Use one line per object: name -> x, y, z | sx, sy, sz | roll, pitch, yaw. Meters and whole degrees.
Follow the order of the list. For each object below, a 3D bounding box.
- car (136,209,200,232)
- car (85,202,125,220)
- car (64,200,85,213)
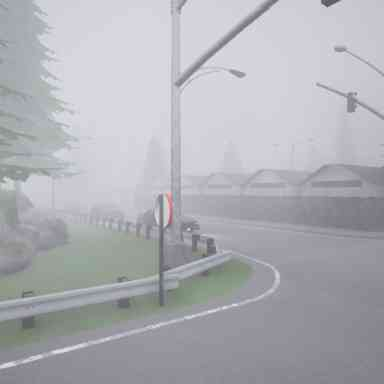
car -> -1.698, 1.740, 21.111 | 2.033, 1.411, 5.357 | 0, 0, -35
car -> -7.614, 1.697, 29.641 | 1.837, 1.490, 4.892 | 0, 0, -35
car -> -13.606, 1.716, 38.574 | 1.812, 1.442, 4.674 | 0, 0, -32
